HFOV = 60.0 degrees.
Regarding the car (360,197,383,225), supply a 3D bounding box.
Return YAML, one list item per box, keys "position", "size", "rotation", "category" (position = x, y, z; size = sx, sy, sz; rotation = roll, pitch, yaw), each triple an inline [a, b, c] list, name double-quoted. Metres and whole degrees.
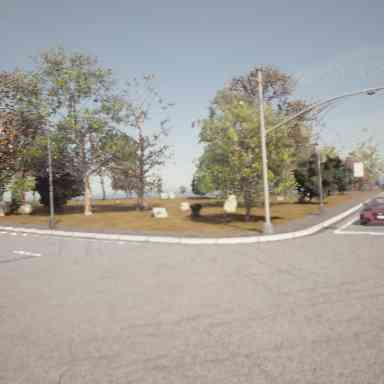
- position: [10.349, 0.973, 17.932]
  size: [1.994, 1.385, 4.181]
  rotation: [-3, 0, 34]
  category: "car"
